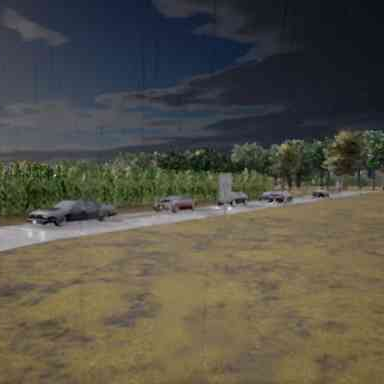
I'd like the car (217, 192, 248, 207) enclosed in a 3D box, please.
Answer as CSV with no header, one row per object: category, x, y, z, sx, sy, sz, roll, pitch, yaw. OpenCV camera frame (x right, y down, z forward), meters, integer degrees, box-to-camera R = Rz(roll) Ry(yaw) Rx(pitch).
car,4.518,0.749,36.446,1.837,1.490,4.892,0,1,35

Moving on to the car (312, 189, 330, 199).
car,21.579,0.268,55.538,1.882,1.535,5.008,0,1,35

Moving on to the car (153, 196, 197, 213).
car,-1.359,0.998,28.143,1.994,1.385,4.181,0,1,34

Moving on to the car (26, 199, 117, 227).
car,-6.994,1.167,20.067,2.033,1.411,5.357,0,1,34

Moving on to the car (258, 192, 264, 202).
car,10.593,0.528,44.997,1.882,1.535,5.008,0,1,36

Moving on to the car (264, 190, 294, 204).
car,10.885,0.641,40.373,1.837,1.490,4.892,0,1,35
